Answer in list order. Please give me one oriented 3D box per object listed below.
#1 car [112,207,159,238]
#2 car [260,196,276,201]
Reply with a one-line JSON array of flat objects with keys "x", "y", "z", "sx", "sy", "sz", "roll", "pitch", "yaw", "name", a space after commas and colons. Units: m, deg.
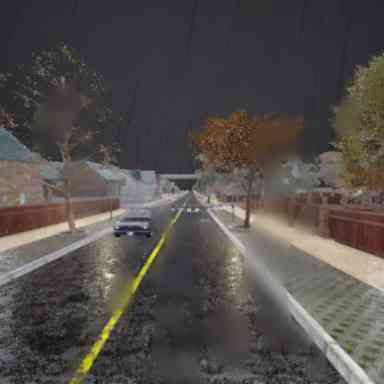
[{"x": -2.852, "y": 1.551, "z": 18.052, "sx": 2.033, "sy": 1.411, "sz": 5.357, "roll": 0, "pitch": 0, "yaw": 0, "name": "car"}, {"x": 11.408, "y": 1.306, "z": 47.009, "sx": 5.008, "sy": 1.535, "sz": 1.882, "roll": -1, "pitch": 2, "yaw": 0, "name": "car"}]
